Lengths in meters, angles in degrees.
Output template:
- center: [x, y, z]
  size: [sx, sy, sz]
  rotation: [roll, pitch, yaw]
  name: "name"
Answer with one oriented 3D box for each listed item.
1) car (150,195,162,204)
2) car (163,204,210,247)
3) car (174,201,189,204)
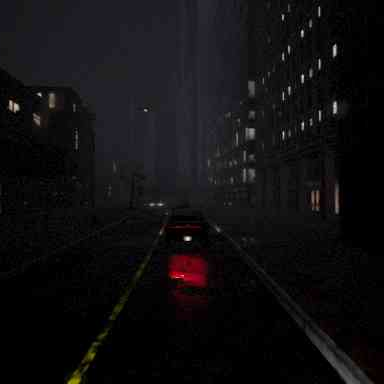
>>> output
- center: [-6.935, 1.307, 64.104]
  size: [2.097, 1.767, 4.553]
  rotation: [0, 0, -7]
  name: "car"
- center: [-0.235, 1.509, 15.127]
  size: [1.837, 1.490, 4.892]
  rotation: [0, 0, -2]
  name: "car"
- center: [-0.928, 1.519, 30.220]
  size: [1.812, 1.442, 4.674]
  rotation: [0, 0, -3]
  name: "car"
